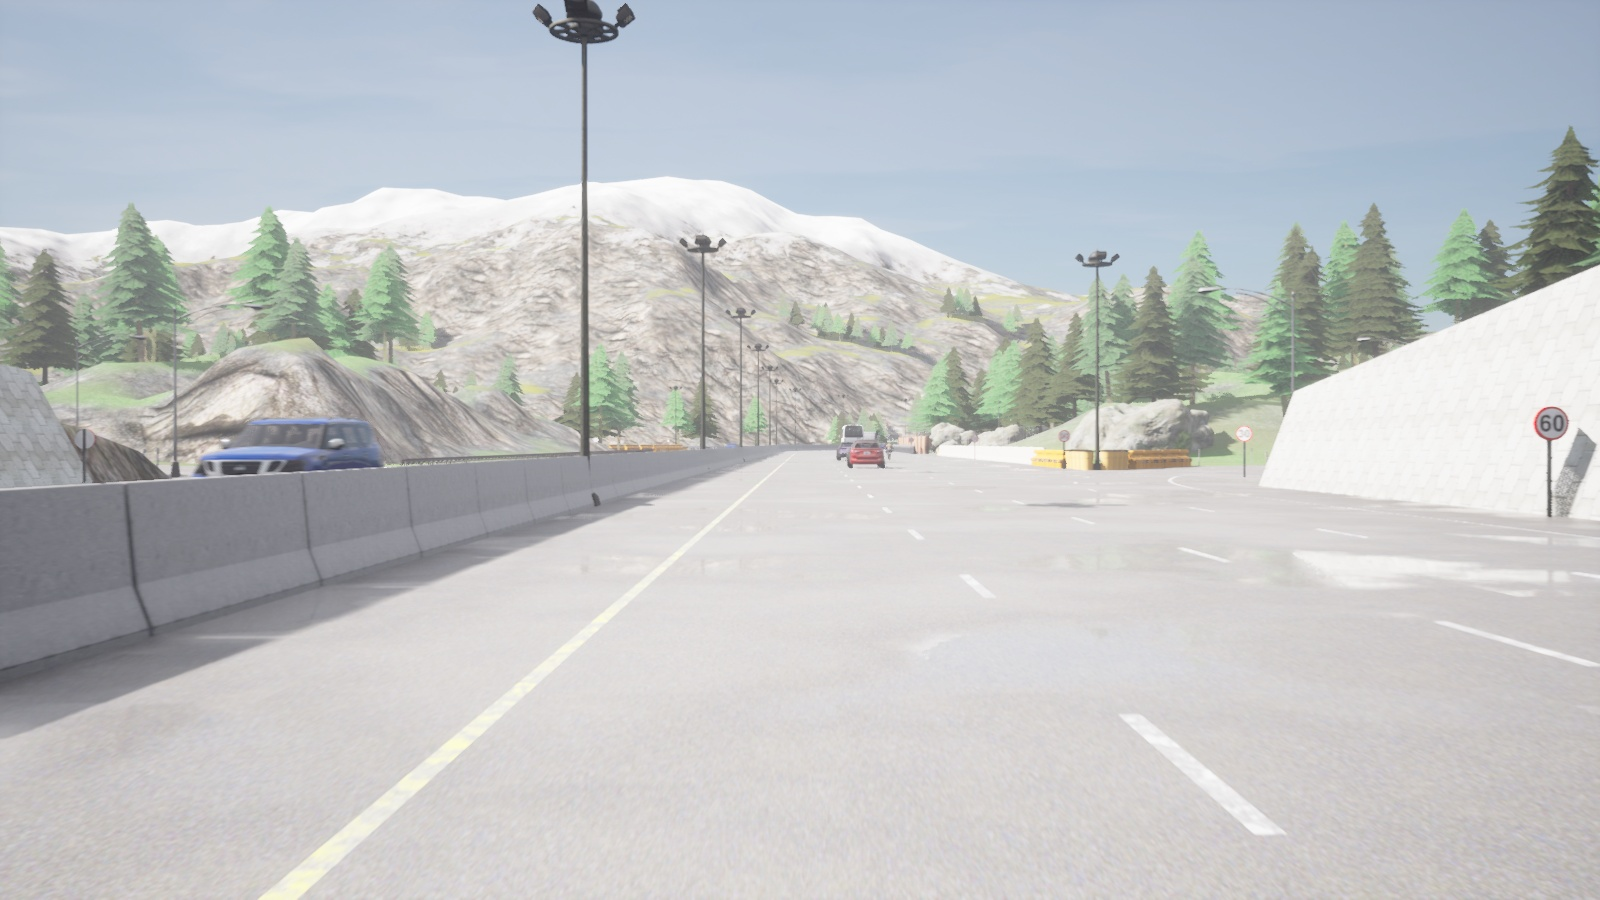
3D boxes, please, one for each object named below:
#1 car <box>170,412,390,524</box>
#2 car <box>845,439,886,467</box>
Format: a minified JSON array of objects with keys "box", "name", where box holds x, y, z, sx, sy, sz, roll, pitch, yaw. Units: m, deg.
[{"box":[-10.339,0.313,25.579,2.150,2.045,5.566,0,0,0],"name":"car"},{"box":[3.948,0.164,76.103,2.242,1.667,4.611,0,0,0],"name":"car"}]
